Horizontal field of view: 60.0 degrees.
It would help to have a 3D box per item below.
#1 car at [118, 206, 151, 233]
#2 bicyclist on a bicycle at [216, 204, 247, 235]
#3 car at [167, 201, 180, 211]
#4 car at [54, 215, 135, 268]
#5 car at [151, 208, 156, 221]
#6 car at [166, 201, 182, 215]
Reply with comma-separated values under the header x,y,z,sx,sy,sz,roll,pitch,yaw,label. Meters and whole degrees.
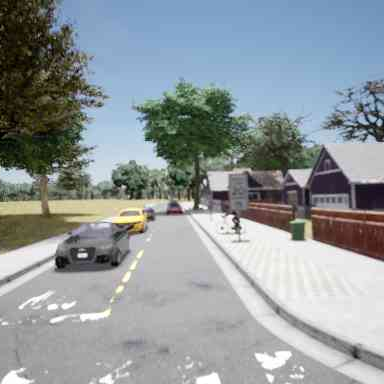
x,y,z,sx,sy,sz,roll,pitch,yaw,label
-4.074,1.857,22.493,1.882,1.535,5.008,-2,-1,-3,car
2.066,1.435,17.596,1.656,1.620,0.582,-2,-1,-3,bicyclist on a bicycle
-2.930,2.179,52.650,1.837,1.490,4.892,-2,-1,-3,car
-3.490,1.804,12.295,1.994,1.385,4.181,-2,-1,-3,car
-4.618,2.077,32.437,1.994,1.385,4.181,-2,-1,-3,car
-2.262,2.119,42.615,1.994,1.385,4.181,-2,-1,-3,car
